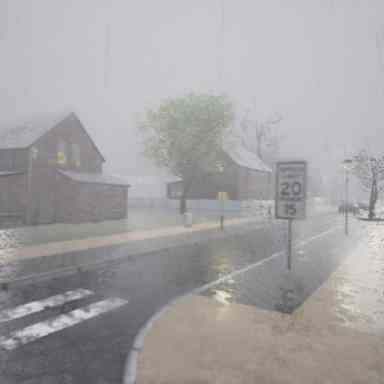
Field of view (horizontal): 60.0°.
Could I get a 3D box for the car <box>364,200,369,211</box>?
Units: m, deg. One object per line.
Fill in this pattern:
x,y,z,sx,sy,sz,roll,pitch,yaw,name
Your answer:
23.804,1.853,47.068,2.128,1.511,4.902,1,0,33,car

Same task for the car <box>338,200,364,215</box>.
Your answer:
18.009,1.778,38.078,1.837,1.490,4.892,1,0,33,car
